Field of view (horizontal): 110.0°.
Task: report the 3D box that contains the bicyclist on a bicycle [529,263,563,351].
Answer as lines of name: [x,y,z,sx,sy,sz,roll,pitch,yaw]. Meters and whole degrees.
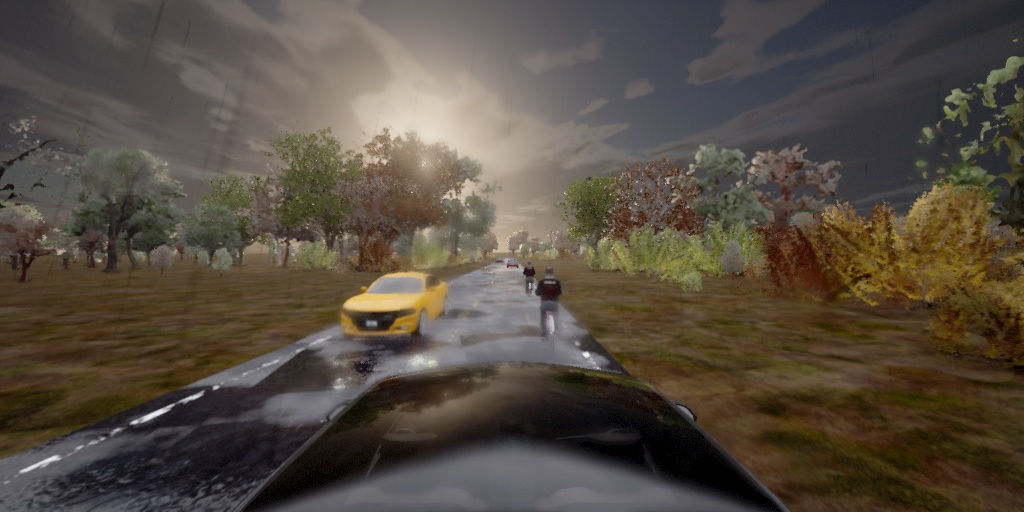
bicyclist on a bicycle: [0.828,1.121,8.106,0.659,1.776,1.843,0,0,0]

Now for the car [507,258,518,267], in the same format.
car: [0.115,1.280,63.174,1.994,1.385,4.181,0,0,0]

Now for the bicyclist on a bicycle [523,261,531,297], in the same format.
bicyclist on a bicycle: [0.830,1.119,17.106,0.659,1.776,1.843,0,0,0]

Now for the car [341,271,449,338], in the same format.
car: [-3.097,1.227,10.435,1.882,1.535,5.008,0,0,0]
